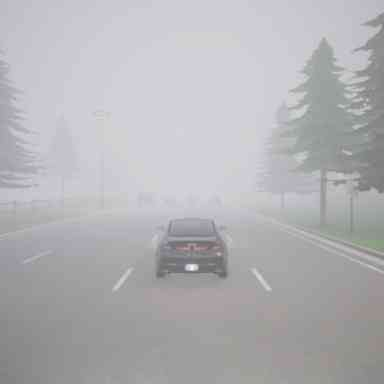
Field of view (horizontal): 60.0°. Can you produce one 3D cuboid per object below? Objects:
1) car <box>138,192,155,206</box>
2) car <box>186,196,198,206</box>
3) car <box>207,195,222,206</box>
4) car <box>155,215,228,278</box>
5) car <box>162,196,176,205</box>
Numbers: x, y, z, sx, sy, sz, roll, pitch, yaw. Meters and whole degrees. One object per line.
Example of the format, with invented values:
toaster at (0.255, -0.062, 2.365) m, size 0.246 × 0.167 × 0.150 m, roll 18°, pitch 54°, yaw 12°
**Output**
car at (-6.999, 1.004, 51.490) m, size 2.150 × 2.045 × 5.566 m, roll 0°, pitch 0°, yaw 0°
car at (0.001, 1.331, 51.461) m, size 2.033 × 1.411 × 5.357 m, roll 0°, pitch 0°, yaw 0°
car at (3.501, 1.288, 51.461) m, size 1.837 × 1.490 × 4.892 m, roll 0°, pitch 0°, yaw 0°
car at (-0.003, 1.463, 10.015) m, size 1.837 × 1.490 × 4.892 m, roll 0°, pitch 0°, yaw 0°
car at (-3.499, 1.309, 51.461) m, size 1.812 × 1.442 × 4.674 m, roll 0°, pitch 0°, yaw 0°
